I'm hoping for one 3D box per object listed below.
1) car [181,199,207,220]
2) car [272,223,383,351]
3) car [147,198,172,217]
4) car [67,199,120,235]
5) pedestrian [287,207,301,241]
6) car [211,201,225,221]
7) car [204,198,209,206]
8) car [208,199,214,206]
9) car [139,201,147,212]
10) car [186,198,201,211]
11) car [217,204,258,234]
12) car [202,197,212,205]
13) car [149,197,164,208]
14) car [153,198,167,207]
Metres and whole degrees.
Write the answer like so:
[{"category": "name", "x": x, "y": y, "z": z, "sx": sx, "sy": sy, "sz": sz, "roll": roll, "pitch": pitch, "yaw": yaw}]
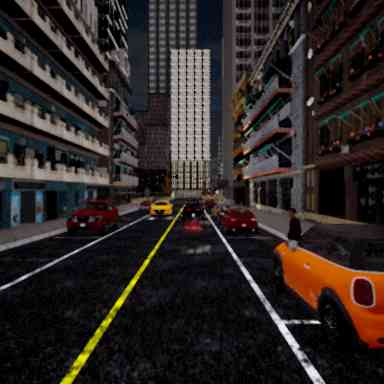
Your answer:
[{"category": "car", "x": 0.133, "y": 1.607, "z": 28.919, "sx": 1.837, "sy": 1.490, "sz": 4.892, "roll": 0, "pitch": -1, "yaw": 0}, {"category": "car", "x": 3.014, "y": 1.374, "z": 6.395, "sx": 2.097, "sy": 1.767, "sz": 4.553, "roll": 0, "pitch": 0, "yaw": 0}, {"category": "car", "x": -3.022, "y": 1.599, "z": 33.579, "sx": 1.882, "sy": 1.535, "sz": 5.008, "roll": 0, "pitch": 0, "yaw": 0}, {"category": "car", "x": -5.657, "y": 1.386, "z": 19.701, "sx": 2.192, "sy": 1.841, "sz": 5.009, "roll": -1, "pitch": 0, "yaw": 0}, {"category": "pedestrian", "x": 2.813, "y": 1.326, "z": 9.194, "sx": 0.375, "sy": 1.860, "sz": 0.375, "roll": -1, "pitch": 0, "yaw": 0}, {"category": "car", "x": 2.739, "y": 1.641, "z": 25.191, "sx": 2.008, "sy": 1.369, "sz": 4.403, "roll": -1, "pitch": 0, "yaw": 0}, {"category": "car", "x": 2.800, "y": 1.737, "z": 52.808, "sx": 1.887, "sy": 1.381, "sz": 4.507, "roll": -1, "pitch": 0, "yaw": 0}, {"category": "car", "x": 2.751, "y": 1.636, "z": 30.884, "sx": 1.752, "sy": 1.417, "sz": 4.829, "roll": -1, "pitch": 0, "yaw": 0}, {"category": "car", "x": -5.605, "y": 1.734, "z": 41.794, "sx": 1.802, "sy": 1.307, "sz": 4.206, "roll": -1, "pitch": 0, "yaw": 0}, {"category": "car", "x": 0.156, "y": 1.637, "z": 44.143, "sx": 1.882, "sy": 1.535, "sz": 5.008, "roll": 0, "pitch": 0, "yaw": 1}, {"category": "car", "x": 2.726, "y": 1.615, "z": 19.668, "sx": 1.887, "sy": 1.381, "sz": 4.507, "roll": -1, "pitch": 0, "yaw": 0}, {"category": "car", "x": 2.824, "y": 1.760, "z": 64.025, "sx": 1.752, "sy": 1.417, "sz": 4.829, "roll": -1, "pitch": 0, "yaw": 0}, {"category": "car", "x": -5.582, "y": 1.634, "z": 52.841, "sx": 1.967, "sy": 1.590, "sz": 4.097, "roll": -1, "pitch": 0, "yaw": 0}, {"category": "car", "x": -5.569, "y": 1.759, "z": 58.365, "sx": 1.887, "sy": 1.381, "sz": 4.507, "roll": -1, "pitch": 0, "yaw": 0}]
